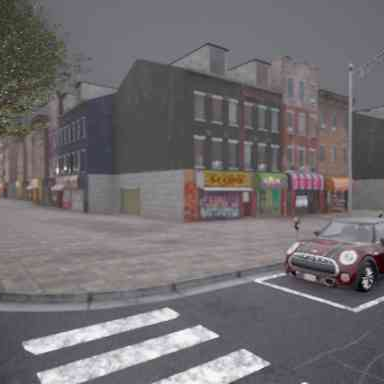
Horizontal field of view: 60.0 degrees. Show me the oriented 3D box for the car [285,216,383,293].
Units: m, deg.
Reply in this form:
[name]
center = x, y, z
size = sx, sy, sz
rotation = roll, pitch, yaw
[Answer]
[car]
center = 4.279, 1.410, 8.710
size = 4.097, 1.590, 1.967
rotation = 0, 0, -36
